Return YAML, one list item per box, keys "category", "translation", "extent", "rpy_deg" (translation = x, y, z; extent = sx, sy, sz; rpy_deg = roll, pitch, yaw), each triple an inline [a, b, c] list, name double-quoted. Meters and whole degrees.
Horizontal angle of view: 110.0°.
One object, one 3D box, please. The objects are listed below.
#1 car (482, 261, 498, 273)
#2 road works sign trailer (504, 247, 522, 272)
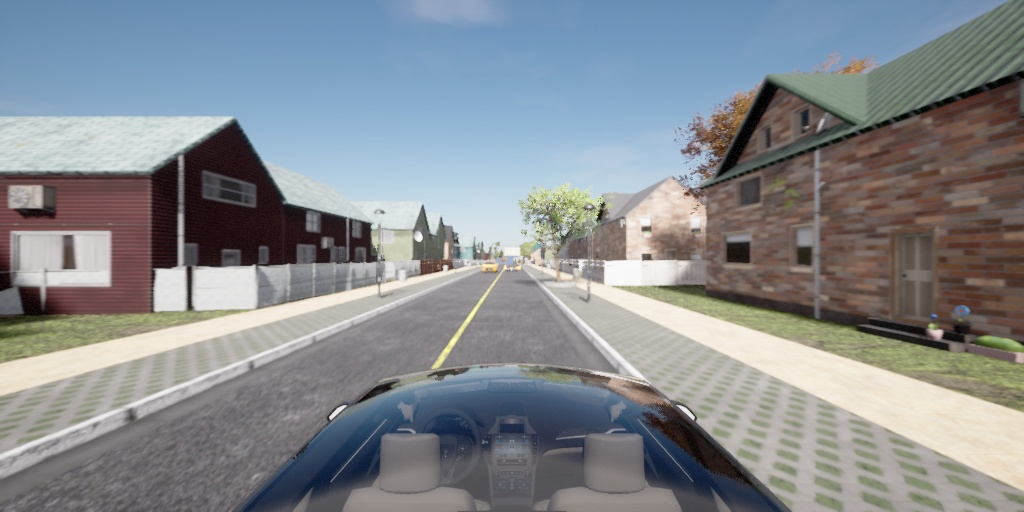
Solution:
- category: "car"
  translation: [-2.808, 1.381, 46.327]
  extent: [1.882, 1.535, 5.008]
  rpy_deg: [0, -1, 0]
- category: "road works sign trailer"
  translation: [0.019, 0.391, 50.182]
  extent: [2.380, 3.560, 2.880]
  rpy_deg: [0, 0, 0]
